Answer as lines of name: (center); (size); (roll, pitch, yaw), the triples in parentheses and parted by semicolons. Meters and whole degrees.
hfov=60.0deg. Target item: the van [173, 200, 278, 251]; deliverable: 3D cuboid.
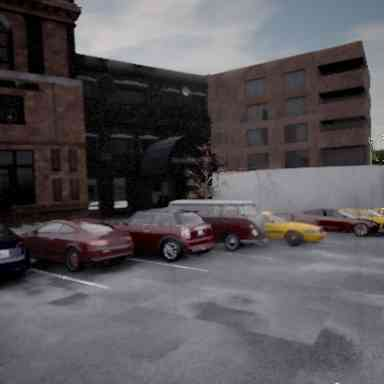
van: (1.064, 1.329, 14.216); (4.442, 1.987, 1.878); (-1, -1, 34)

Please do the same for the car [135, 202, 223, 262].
car: (-1.445, 1.406, 12.510); (4.553, 1.767, 2.185); (-1, -1, 34)

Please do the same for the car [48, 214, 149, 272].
car: (-3.899, 1.551, 10.783); (4.674, 1.452, 2.002); (-1, -1, 35)

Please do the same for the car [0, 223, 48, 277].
car: (-6.363, 1.528, 9.062); (4.792, 1.488, 2.163); (-1, -1, 35)

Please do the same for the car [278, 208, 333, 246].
car: (3.551, 1.585, 15.919); (5.366, 1.575, 1.946); (-1, -2, 34)

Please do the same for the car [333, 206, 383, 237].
car: (8.278, 1.703, 19.503); (4.792, 1.488, 2.163); (-1, -2, 34)
